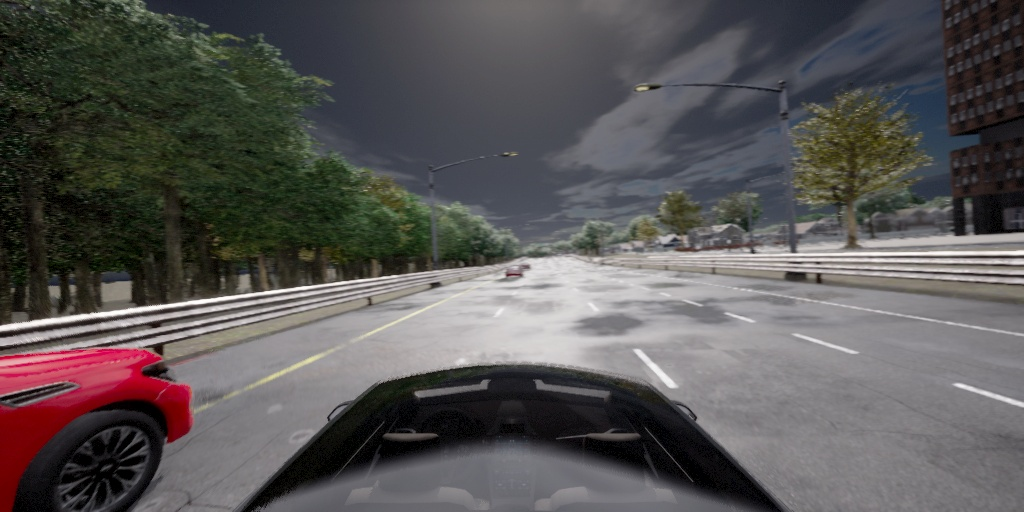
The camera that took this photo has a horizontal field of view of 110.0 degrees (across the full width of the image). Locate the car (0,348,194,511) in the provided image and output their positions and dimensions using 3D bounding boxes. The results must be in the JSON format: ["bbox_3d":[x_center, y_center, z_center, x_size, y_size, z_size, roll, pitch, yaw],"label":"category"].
[{"bbox_3d":[-4.556,1.245,1.314,2.150,2.045,5.566,-3,0,5],"label":"car"}]

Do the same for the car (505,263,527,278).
[{"bbox_3d":[0.320,1.773,41.685,1.994,1.385,4.181,-3,-1,5],"label":"car"}]
